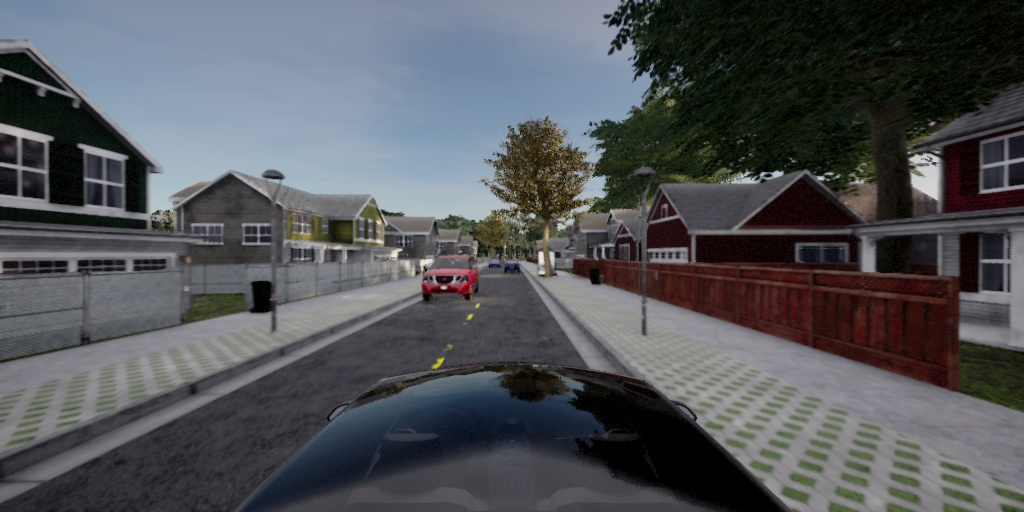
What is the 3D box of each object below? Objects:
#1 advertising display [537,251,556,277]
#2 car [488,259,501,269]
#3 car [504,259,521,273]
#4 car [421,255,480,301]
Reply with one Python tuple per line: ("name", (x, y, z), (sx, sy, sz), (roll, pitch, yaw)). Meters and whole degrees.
("advertising display", (3.011, 0.763, 31.477), (1.540, 2.440, 0.280), (0, 0, 0))
("car", (-2.796, 1.230, 58.739), (1.882, 1.535, 5.008), (0, 0, 1))
("car", (0.033, 1.221, 44.273), (1.882, 1.535, 5.008), (0, 0, 1))
("car", (-2.852, 0.960, 17.775), (2.150, 2.045, 5.566), (0, 0, 0))
